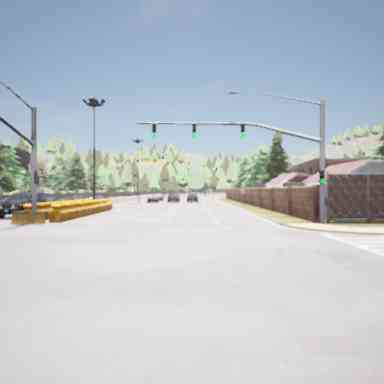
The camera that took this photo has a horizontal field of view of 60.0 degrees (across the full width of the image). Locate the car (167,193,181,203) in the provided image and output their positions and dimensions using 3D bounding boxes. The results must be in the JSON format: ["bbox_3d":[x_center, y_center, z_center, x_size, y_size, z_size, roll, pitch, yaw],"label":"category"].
[{"bbox_3d":[-3.404,1.000,61.094,2.097,1.767,4.553,0,0,0],"label":"car"}]

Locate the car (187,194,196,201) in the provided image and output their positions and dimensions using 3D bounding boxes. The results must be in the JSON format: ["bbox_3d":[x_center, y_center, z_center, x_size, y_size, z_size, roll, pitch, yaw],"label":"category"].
[{"bbox_3d":[0.010,1.092,70.941,1.837,1.490,4.892,0,0,1],"label":"car"}]

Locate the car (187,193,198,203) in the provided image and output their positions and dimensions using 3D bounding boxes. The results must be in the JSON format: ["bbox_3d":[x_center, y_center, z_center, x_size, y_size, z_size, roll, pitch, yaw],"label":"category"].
[{"bbox_3d":[0.108,1.002,60.820,2.097,1.767,4.553,0,0,0],"label":"car"}]

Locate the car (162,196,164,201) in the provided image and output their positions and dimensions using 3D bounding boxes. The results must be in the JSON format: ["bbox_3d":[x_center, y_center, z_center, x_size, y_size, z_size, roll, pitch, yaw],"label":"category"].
[{"bbox_3d":[-6.991,1.198,69.078,1.895,1.301,4.718,0,0,0],"label":"car"}]

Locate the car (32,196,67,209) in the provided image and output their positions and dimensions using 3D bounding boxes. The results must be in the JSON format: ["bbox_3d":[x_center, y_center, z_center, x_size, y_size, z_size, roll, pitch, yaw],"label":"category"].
[{"bbox_3d":[-17.591,1.309,41.446,2.033,1.411,5.357,0,0,0],"label":"car"}]

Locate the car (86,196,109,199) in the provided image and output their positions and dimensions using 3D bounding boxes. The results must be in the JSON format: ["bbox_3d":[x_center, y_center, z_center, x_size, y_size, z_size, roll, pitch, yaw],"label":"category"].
[{"bbox_3d":[-14.063,1.254,50.970,2.033,1.411,5.357,0,0,0],"label":"car"}]

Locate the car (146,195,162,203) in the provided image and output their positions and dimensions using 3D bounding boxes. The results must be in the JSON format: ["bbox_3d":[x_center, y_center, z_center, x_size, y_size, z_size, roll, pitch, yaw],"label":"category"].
[{"bbox_3d":[-6.893,1.261,59.085,1.895,1.301,4.718,0,0,0],"label":"car"}]

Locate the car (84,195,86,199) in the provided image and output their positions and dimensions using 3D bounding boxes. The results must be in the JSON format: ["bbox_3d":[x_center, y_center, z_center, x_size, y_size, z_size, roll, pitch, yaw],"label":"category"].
[{"bbox_3d":[-17.549,1.192,51.785,2.128,1.511,4.902,0,0,1],"label":"car"}]

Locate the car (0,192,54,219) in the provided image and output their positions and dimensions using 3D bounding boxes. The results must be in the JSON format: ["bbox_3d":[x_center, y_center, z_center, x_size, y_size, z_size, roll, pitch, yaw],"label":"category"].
[{"bbox_3d":[-14.087,1.060,27.974,2.150,2.045,5.566,0,0,0],"label":"car"}]

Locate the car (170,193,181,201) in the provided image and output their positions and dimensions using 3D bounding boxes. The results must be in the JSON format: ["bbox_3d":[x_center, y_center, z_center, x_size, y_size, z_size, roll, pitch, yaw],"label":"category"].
[{"bbox_3d":[-3.491,1.069,71.042,1.882,1.535,5.008,0,0,1],"label":"car"}]

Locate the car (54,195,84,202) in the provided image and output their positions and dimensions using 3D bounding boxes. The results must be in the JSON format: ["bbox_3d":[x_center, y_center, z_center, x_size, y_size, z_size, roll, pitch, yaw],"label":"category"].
[{"bbox_3d":[-14.095,1.310,37.494,1.812,1.442,4.674,0,0,0],"label":"car"}]
